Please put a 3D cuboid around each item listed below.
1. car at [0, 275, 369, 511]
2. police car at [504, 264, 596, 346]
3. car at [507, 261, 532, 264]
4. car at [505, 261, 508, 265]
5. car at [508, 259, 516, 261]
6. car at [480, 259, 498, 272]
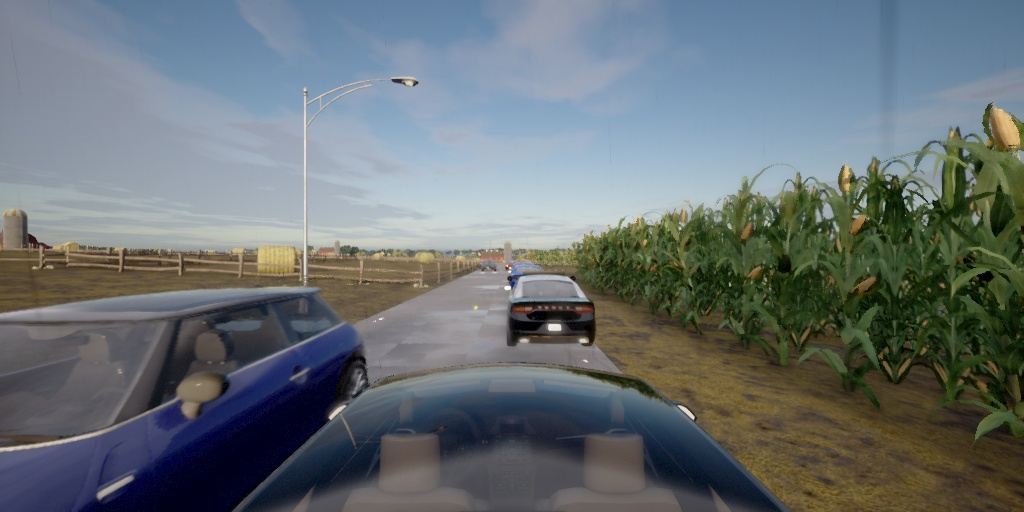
[{"bbox_3d":[-2.851,1.102,2.614,2.097,1.767,4.553,0,0,0],"label":"car"},{"bbox_3d":[0.823,1.170,9.496,1.930,1.638,5.238,0,0,0],"label":"police car"},{"bbox_3d":[0.822,1.212,19.387,1.882,1.535,5.008,0,0,0],"label":"car"},{"bbox_3d":[0.026,1.291,47.739,1.895,1.301,4.718,0,0,0],"label":"car"},{"bbox_3d":[0.817,1.200,25.386,1.882,1.535,5.008,0,0,0],"label":"car"},{"bbox_3d":[-2.854,1.196,44.946,1.837,1.490,4.892,0,0,0],"label":"car"}]
